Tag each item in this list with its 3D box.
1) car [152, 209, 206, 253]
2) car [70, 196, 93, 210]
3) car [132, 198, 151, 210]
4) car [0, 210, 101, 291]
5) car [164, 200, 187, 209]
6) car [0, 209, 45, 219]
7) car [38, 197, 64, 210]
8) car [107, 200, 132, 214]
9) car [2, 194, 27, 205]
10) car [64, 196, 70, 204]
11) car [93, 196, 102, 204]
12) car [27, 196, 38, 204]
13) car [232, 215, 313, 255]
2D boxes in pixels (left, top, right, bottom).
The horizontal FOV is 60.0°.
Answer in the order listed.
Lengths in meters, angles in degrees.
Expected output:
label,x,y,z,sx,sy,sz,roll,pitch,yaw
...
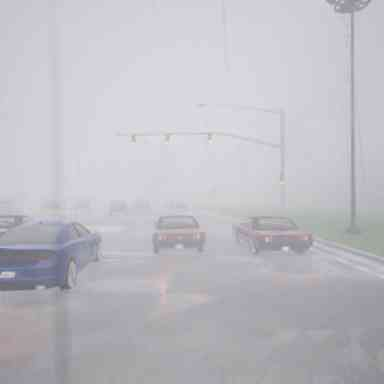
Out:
label,x,y,z,sx,sy,sz,roll,pitch,yaw
car,-0.647,1.594,13.751,1.895,1.301,4.718,0,0,-5
car,-13.868,1.540,41.601,1.837,1.490,4.892,1,0,-23
car,-6.595,1.527,42.213,1.812,1.442,4.674,0,0,-21
car,-3.804,1.489,9.069,1.882,1.535,5.008,0,0,-4
car,-2.055,1.582,40.372,1.895,1.301,4.718,0,0,-16
car,-7.715,1.627,14.234,1.895,1.301,4.718,0,0,-6
car,-17.708,1.545,41.643,2.128,1.511,4.902,0,0,-25
car,-7.851,1.559,35.096,2.033,1.411,5.357,0,0,-16
car,-33.070,1.335,62.267,5.566,2.045,2.150,0,0,25
car,-23.906,1.566,64.861,4.892,1.490,1.837,0,0,32
car,-19.875,1.571,66.191,4.674,1.442,1.812,0,0,36
car,-28.528,1.628,63.747,5.357,1.411,2.033,0,0,29
car,2.909,1.578,13.212,1.895,1.301,4.718,0,0,-5
